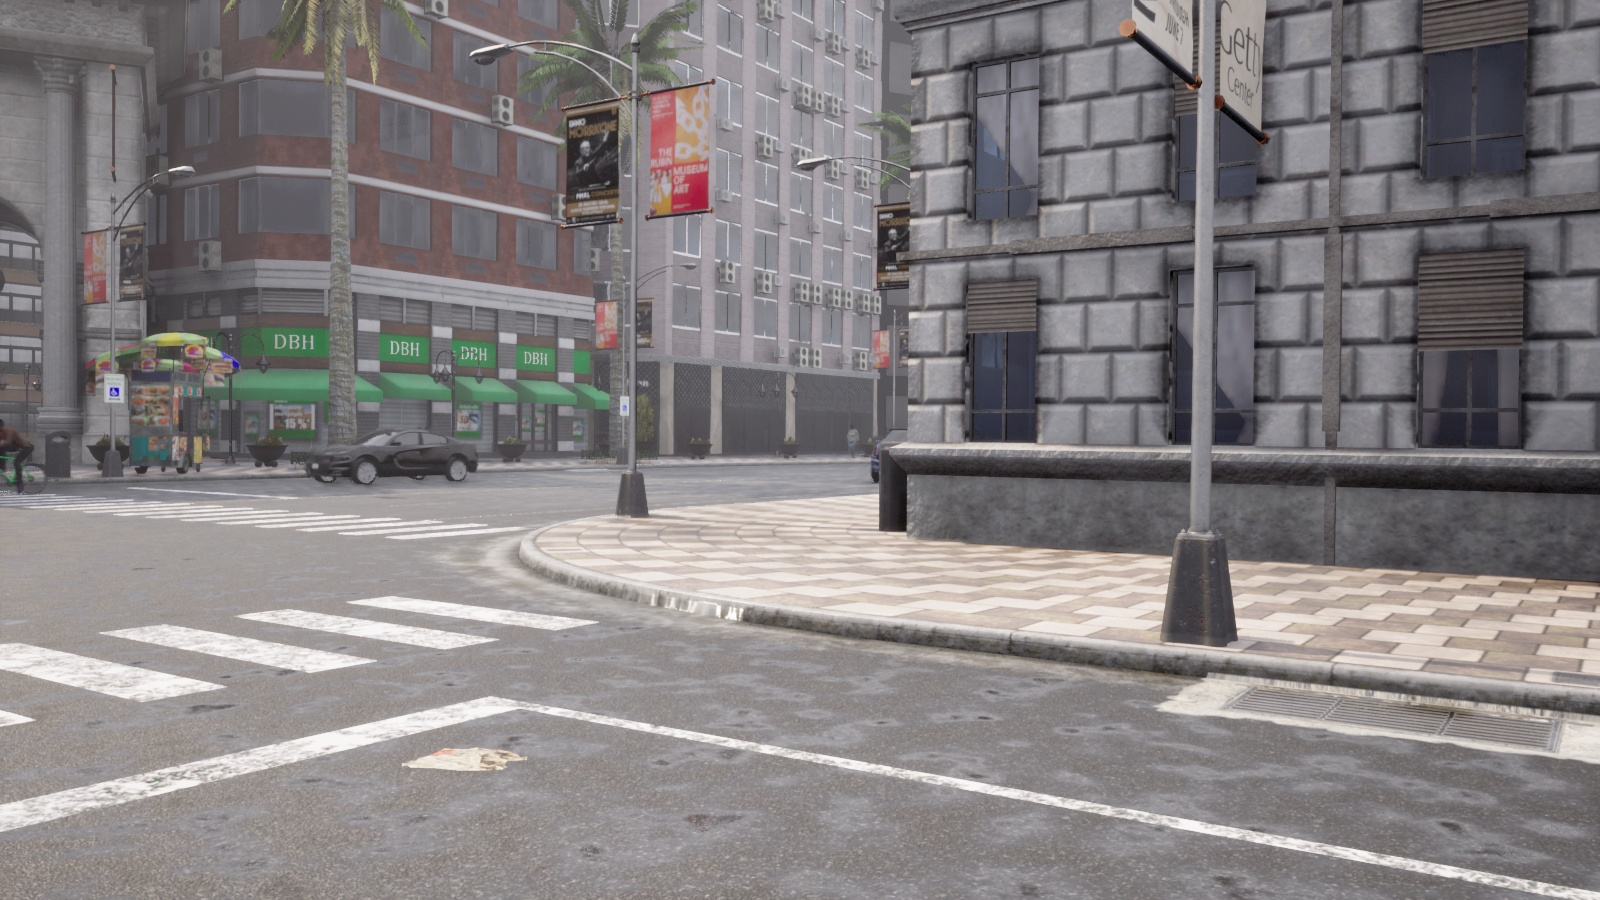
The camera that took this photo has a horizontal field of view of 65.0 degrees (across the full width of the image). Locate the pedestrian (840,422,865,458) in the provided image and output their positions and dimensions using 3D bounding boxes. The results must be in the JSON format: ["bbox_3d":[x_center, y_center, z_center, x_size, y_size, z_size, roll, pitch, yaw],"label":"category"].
[{"bbox_3d":[2.719,-0.524,65.018,0.874,1.855,0.900,0,1,45],"label":"pedestrian"}]

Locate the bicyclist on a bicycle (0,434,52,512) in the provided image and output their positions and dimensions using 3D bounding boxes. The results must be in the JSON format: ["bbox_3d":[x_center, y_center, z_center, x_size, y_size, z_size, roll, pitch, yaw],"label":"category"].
[{"bbox_3d":[-16.803,0.475,26.478,0.582,1.620,1.656,0,1,34],"label":"bicyclist on a bicycle"}]

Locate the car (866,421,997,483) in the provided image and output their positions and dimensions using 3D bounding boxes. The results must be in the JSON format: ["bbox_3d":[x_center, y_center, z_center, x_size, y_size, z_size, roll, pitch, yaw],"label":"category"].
[{"bbox_3d":[4.117,0.025,38.659,2.097,1.767,4.553,0,1,34],"label":"car"}]

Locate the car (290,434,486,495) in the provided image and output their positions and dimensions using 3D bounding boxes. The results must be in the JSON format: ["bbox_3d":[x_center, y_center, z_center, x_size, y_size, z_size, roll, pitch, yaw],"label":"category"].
[{"bbox_3d":[-11.253,0.338,34.679,1.882,1.535,5.008,0,1,34],"label":"car"}]
